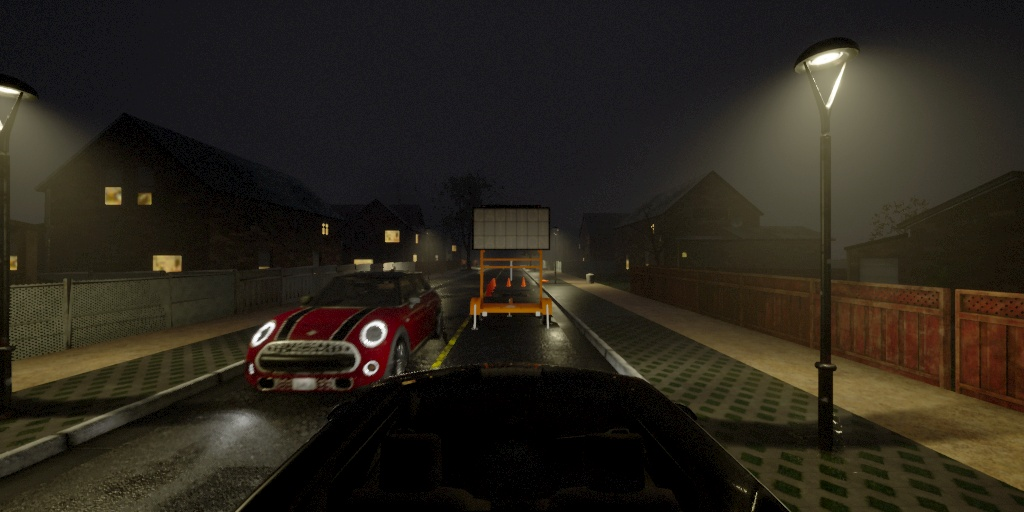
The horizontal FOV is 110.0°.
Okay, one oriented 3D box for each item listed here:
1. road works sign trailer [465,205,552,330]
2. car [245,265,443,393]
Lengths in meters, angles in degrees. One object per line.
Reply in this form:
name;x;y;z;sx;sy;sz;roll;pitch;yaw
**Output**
road works sign trailer;-0.021;0.221;11.192;2.380;3.560;2.880;0;0;0
car;-2.762;1.105;6.996;2.097;1.767;4.553;0;0;0
